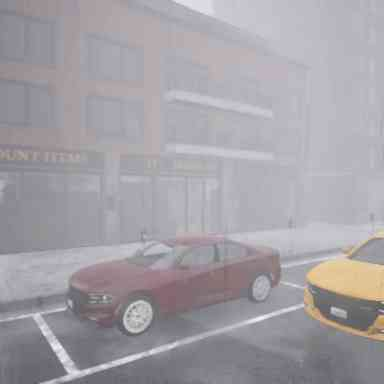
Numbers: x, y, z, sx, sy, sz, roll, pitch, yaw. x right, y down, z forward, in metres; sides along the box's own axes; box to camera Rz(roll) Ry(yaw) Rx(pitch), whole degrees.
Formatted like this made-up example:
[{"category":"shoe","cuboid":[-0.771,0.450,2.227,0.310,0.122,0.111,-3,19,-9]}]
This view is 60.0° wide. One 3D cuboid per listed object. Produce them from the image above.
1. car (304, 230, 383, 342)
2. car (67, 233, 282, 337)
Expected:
[{"category":"car","cuboid":[4.224,1.515,6.376,5.008,1.535,1.882,0,0,-35]},{"category":"car","cuboid":[-0.125,1.564,6.676,4.507,1.381,1.887,0,0,-36]}]
